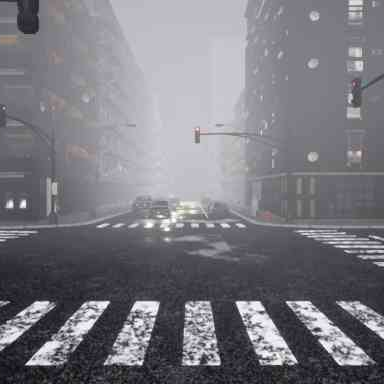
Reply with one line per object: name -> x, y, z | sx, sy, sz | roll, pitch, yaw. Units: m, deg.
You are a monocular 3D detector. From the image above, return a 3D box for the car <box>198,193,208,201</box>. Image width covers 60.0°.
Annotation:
car -> 2.567, 1.282, 81.317 | 2.192, 1.841, 5.009 | -1, 0, 0

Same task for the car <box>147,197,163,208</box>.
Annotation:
car -> -5.317, 1.509, 47.968 | 1.752, 1.417, 4.829 | -1, 0, 0

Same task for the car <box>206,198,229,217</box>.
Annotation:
car -> 2.561, 1.573, 31.464 | 1.802, 1.307, 4.206 | -1, 0, 0

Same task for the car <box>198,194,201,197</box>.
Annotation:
car -> 2.570, 1.552, 75.778 | 1.802, 1.307, 4.206 | -1, 0, 0

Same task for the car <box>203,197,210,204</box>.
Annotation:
car -> 2.562, 1.539, 37.003 | 2.008, 1.369, 4.403 | -1, 0, 0

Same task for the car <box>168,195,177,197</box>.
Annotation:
car -> -2.764, 1.530, 50.948 | 2.033, 1.411, 5.357 | 0, 0, 1

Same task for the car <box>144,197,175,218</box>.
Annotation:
car -> -2.836, 1.496, 30.197 | 1.837, 1.490, 4.892 | 0, 0, 0

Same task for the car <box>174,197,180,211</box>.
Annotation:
car -> -2.831, 1.588, 40.297 | 1.895, 1.301, 4.718 | 0, 0, 0

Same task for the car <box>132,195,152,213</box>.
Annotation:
car -> -5.322, 1.304, 37.064 | 2.192, 1.841, 5.009 | -1, 0, 0

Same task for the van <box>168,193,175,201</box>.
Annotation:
van -> -5.311, 1.304, 86.899 | 1.690, 1.788, 3.998 | -1, 0, 0

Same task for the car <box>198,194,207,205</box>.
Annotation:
car -> 2.566, 1.524, 59.160 | 1.887, 1.381, 4.507 | -1, 0, 0

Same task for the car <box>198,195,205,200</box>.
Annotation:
car -> 2.573, 1.541, 92.395 | 1.802, 1.307, 4.206 | -1, 0, 0

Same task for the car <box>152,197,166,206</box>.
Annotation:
car -> -5.315, 1.564, 53.676 | 1.802, 1.307, 4.206 | -1, 0, 0
